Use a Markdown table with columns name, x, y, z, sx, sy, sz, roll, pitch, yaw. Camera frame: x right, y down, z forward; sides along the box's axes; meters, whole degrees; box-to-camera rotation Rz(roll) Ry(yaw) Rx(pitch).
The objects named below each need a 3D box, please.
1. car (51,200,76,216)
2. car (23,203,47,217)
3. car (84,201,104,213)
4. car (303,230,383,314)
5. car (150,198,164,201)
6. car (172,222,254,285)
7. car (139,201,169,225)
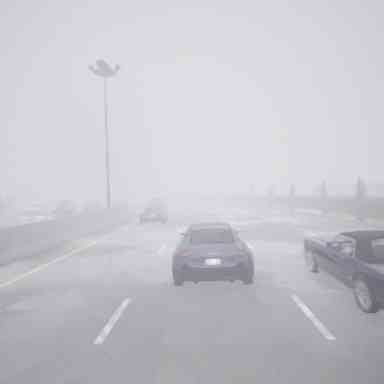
| name | x | y | z | sx | sy | sz | roll | pitch | yaw |
| --- | --- | --- | --- | --- | --- | --- | --- | --- | --- |
| car | -14.920 | 1.789 | 38.881 | 2.097 | 1.767 | 4.553 | -2 | 0 | -11 |
| car | -18.556 | 2.072 | 39.588 | 1.812 | 1.442 | 4.674 | -2 | 0 | -12 |
| car | -11.251 | 1.820 | 38.252 | 2.128 | 1.511 | 4.902 | -2 | 0 | -10 |
| car | 3.969 | 1.479 | 7.271 | 1.895 | 1.301 | 4.718 | -2 | 0 | 2 |
| car | -4.261 | 1.466 | 39.843 | 2.097 | 1.767 | 4.553 | -2 | 0 | -9 |
| car | 0.537 | 1.545 | 9.524 | 1.994 | 1.385 | 4.181 | -2 | 0 | 2 |
| car | -2.833 | 1.642 | 25.364 | 1.994 | 1.385 | 4.181 | -2 | 0 | -2 |
